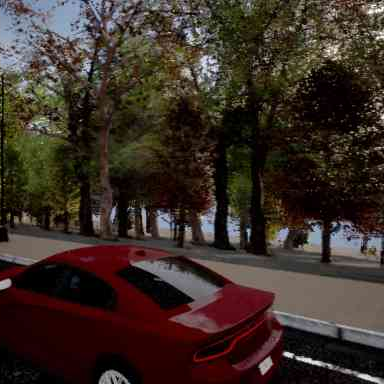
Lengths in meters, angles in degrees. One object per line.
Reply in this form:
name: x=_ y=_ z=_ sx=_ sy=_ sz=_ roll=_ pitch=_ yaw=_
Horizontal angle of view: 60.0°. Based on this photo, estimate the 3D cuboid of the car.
car: x=-1.306 y=1.498 z=4.618 sx=5.008 sy=1.535 sz=1.882 roll=0 pitch=0 yaw=36
